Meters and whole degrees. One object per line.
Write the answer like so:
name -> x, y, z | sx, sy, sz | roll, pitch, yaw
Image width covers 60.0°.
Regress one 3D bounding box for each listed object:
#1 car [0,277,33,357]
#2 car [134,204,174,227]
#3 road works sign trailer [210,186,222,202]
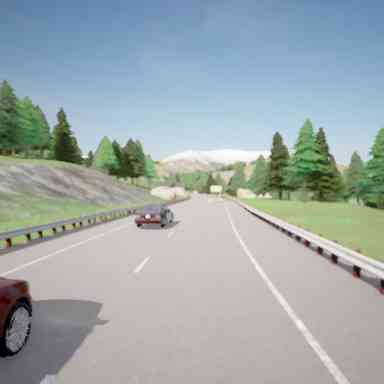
car -> -3.326, 1.468, 2.979 | 1.882, 1.535, 5.008 | 0, 0, 1
car -> -2.421, 1.509, 22.264 | 2.033, 1.411, 5.357 | 0, 0, 5
road works sign trailer -> 5.100, 0.363, 70.802 | 2.380, 3.560, 2.880 | 0, 0, 4
